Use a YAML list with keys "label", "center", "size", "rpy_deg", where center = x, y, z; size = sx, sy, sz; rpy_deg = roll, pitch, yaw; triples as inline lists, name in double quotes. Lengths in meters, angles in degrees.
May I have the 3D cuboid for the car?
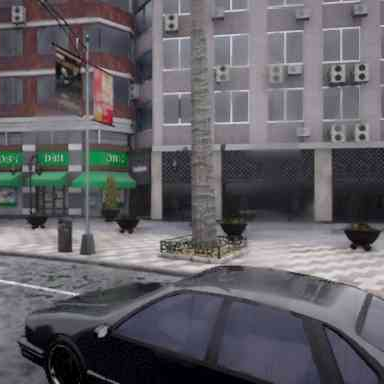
- label: "car"
  center: [0.494, 1.550, 3.425]
  size: [5.357, 1.411, 2.033]
  rpy_deg: [0, 0, 33]
